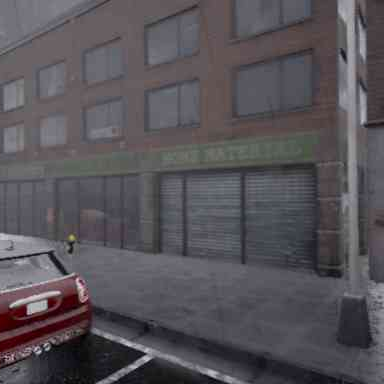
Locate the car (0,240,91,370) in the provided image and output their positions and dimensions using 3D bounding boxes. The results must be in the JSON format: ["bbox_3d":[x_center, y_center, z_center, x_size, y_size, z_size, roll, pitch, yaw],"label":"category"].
[{"bbox_3d":[-3.534,1.497,5.333,4.097,1.590,1.967,-1,0,36],"label":"car"}]
